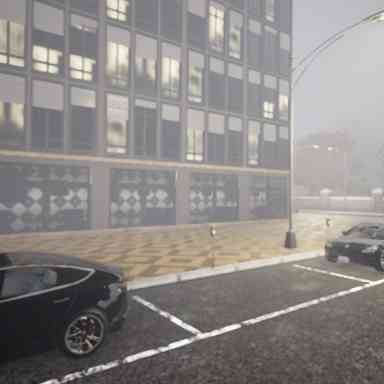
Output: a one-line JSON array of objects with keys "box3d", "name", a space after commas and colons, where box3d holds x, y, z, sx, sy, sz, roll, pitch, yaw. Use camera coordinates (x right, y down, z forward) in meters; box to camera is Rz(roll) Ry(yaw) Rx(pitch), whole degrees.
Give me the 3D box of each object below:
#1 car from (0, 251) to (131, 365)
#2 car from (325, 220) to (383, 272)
[{"box3d": [-2.951, 1.566, 4.454, 4.313, 1.339, 1.947, 1, 0, -36], "name": "car"}, {"box3d": [6.280, 1.644, 11.138, 4.313, 1.339, 1.947, 0, 0, -36], "name": "car"}]
